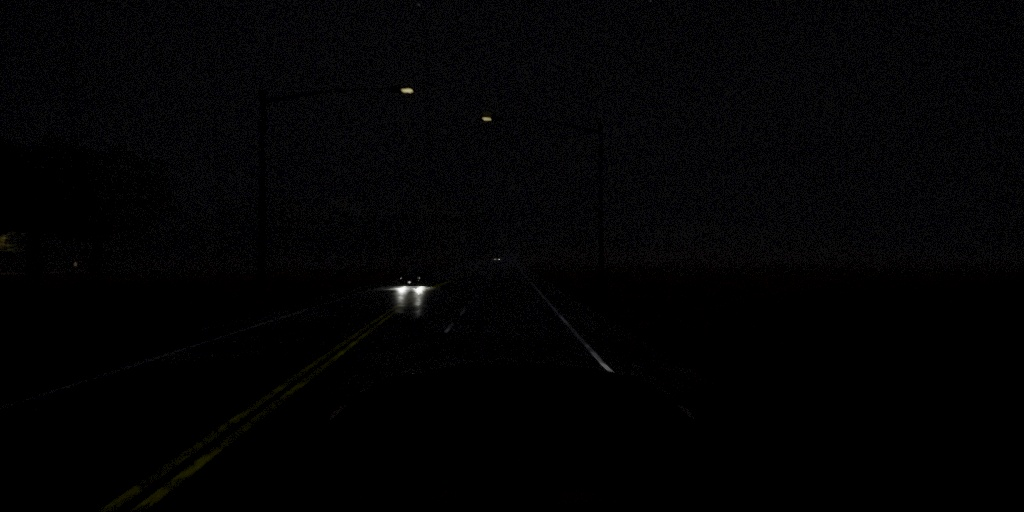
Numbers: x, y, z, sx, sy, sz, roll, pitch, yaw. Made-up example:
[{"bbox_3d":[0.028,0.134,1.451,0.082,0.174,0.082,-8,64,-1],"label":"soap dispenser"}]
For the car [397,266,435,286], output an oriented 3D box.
[{"bbox_3d":[-7.287,1.469,27.956,2.033,1.411,5.357,0,0,-1],"label":"car"}]
